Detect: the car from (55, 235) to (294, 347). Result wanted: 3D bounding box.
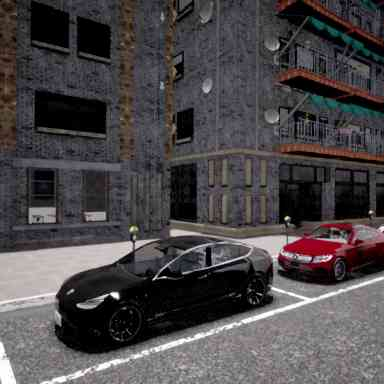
[{"bbox_3d":[-0.280,1.566,6.368,4.313,1.339,1.947,0,0,-36],"label":"car"}]

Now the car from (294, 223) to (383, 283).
[{"bbox_3d":[4.316,1.585,9.675,4.206,1.307,1.802,0,0,-36],"label":"car"}]
